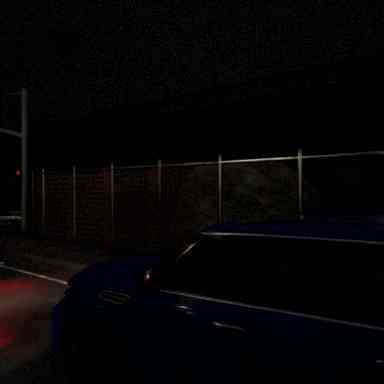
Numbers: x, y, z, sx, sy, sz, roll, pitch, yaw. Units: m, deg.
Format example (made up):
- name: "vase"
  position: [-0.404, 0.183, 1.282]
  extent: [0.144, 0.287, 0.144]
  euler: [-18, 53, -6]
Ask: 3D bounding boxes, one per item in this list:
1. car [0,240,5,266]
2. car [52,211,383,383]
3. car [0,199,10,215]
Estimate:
- name: "car"
  position: [-7.061, 1.492, 9.027]
  extent: [4.902, 1.511, 2.128]
  euler: [0, 0, 33]
- name: "car"
  position: [0.953, 1.221, 3.310]
  extent: [5.566, 2.045, 2.150]
  euler: [0, 0, 35]
- name: "car"
  position: [-20.160, 1.407, 31.891]
  extent: [2.097, 1.767, 4.553]
  euler: [0, 0, 37]
